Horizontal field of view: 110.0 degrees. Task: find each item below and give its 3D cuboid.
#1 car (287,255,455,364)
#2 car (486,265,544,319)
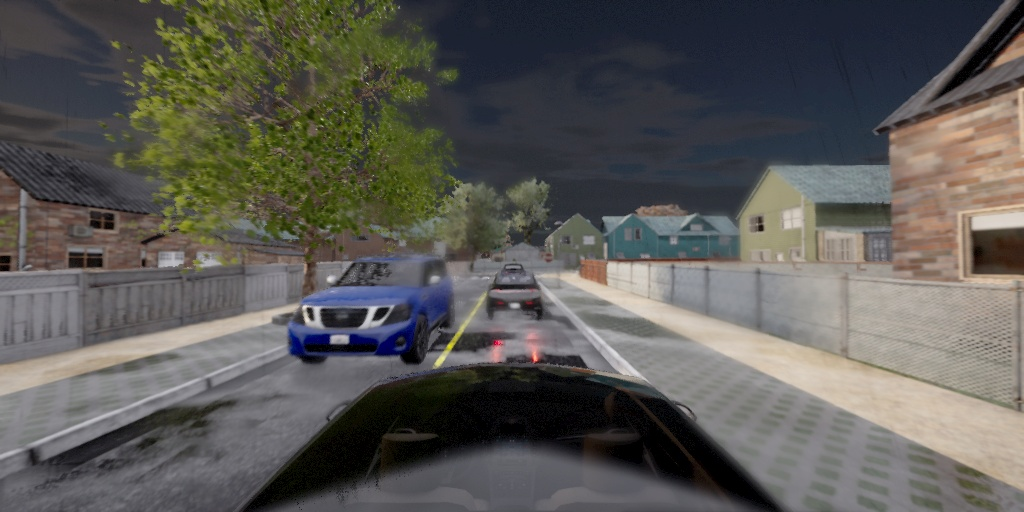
[{"bbox_3d":[-2.749,0.987,8.486,2.150,2.045,5.566,0,0,0],"label":"car"},{"bbox_3d":[0.101,1.269,13.031,2.128,1.511,4.902,0,0,0],"label":"car"}]
